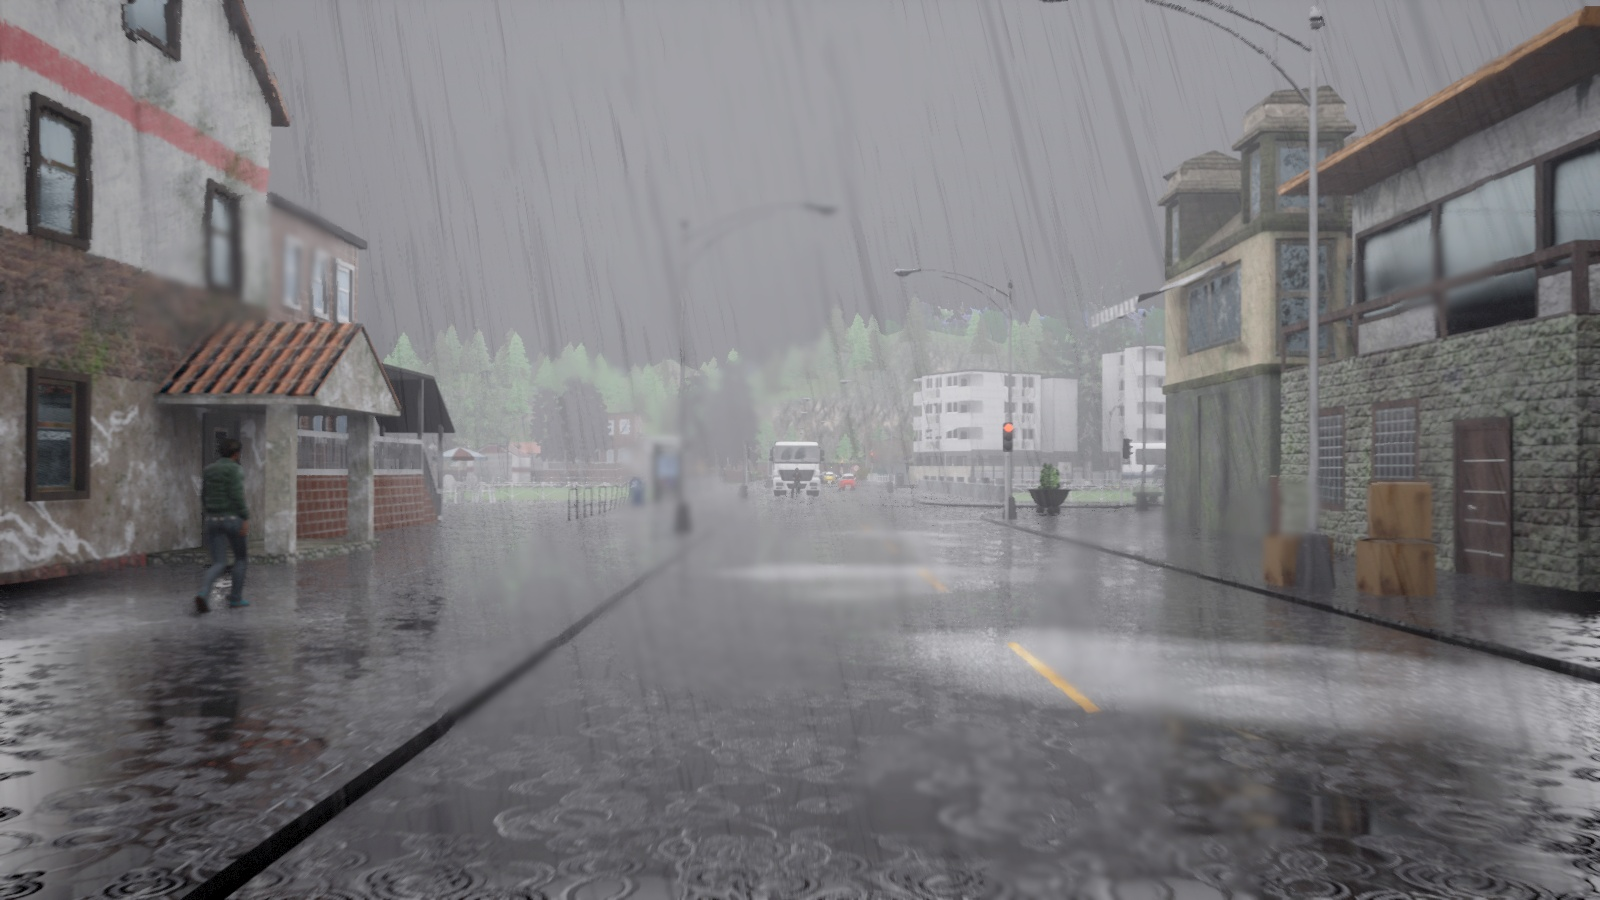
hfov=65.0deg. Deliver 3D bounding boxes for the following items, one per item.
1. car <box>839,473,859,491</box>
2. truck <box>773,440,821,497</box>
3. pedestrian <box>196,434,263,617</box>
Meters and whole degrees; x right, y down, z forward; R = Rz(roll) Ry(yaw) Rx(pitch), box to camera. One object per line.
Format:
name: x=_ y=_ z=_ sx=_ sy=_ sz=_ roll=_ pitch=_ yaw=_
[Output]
car: x=3.762 y=2.470 z=96.489 sx=1.481 sy=1.376 sz=2.207 roll=0 pitch=-1 yaw=0
truck: x=-0.201 y=1.178 z=80.312 sx=2.891 sy=3.462 sz=7.936 roll=0 pitch=-1 yaw=0
pedestrian: x=-5.897 y=0.766 z=13.003 sx=0.353 sy=1.847 sz=0.614 roll=0 pitch=-1 yaw=8
